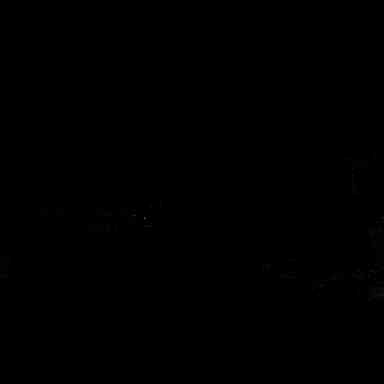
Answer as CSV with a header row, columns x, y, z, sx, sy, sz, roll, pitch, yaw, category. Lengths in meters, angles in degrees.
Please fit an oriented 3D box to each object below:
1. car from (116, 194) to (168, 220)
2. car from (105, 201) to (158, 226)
x,y,z,sx,sy,sz,roll,pitch,yaw,category
-4.505,1.193,26.069,5.566,2.045,2.150,-1,0,31,car
-4.805,1.554,22.830,4.181,1.385,1.994,-1,0,31,car
